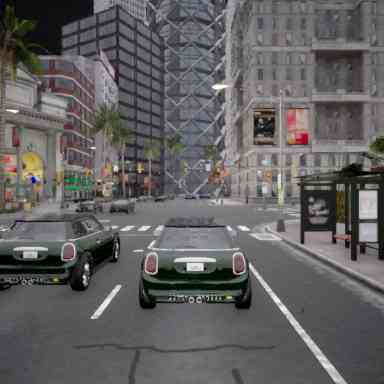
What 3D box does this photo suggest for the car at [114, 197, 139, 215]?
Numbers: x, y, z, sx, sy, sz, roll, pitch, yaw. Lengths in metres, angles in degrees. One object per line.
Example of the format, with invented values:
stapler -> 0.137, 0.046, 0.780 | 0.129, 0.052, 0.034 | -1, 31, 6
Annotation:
car -> -7.055, 1.477, 33.971 | 1.882, 1.535, 5.008 | 0, 0, 0

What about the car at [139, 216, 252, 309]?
car -> 0.075, 1.352, 8.040 | 2.097, 1.767, 4.553 | 0, 0, 0

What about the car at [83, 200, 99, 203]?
car -> -10.554, 1.564, 34.524 | 1.994, 1.385, 4.181 | 0, 0, 0

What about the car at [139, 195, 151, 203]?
car -> -10.406, 1.500, 70.453 | 1.837, 1.490, 4.892 | 0, 0, 0

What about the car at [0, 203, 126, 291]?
car -> -3.417, 1.352, 9.187 | 2.097, 1.767, 4.553 | 0, 0, 0

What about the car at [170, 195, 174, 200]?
car -> -6.115, 1.552, 90.133 | 1.994, 1.385, 4.181 | 0, 0, 10

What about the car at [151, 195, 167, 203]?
car -> -6.906, 1.595, 70.433 | 1.895, 1.301, 4.718 | 0, 0, 0

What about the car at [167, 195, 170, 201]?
car -> -6.886, 1.500, 80.135 | 1.837, 1.490, 4.892 | 0, 0, 0
